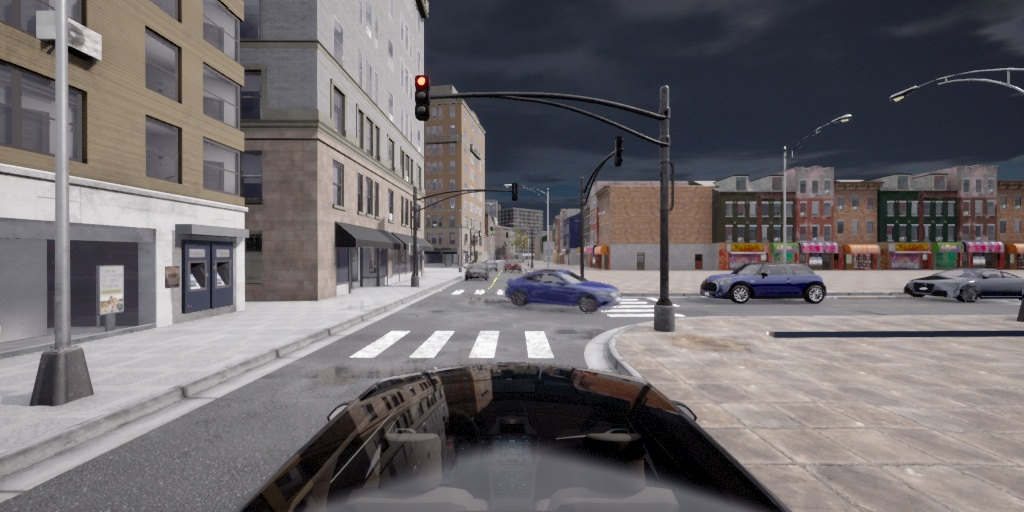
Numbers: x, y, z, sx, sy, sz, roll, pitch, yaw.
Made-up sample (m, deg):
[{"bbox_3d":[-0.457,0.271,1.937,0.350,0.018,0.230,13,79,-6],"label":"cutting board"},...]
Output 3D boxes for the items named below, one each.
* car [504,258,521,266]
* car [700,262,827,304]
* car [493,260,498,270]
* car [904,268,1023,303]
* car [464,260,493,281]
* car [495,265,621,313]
[{"bbox_3d":[0.042,1.113,46.033,2.097,1.767,4.553,0,0,0],"label":"car"},{"bbox_3d":[10.743,1.054,15.597,4.553,1.767,2.097,0,0,1],"label":"car"},{"bbox_3d":[-2.852,1.254,47.436,2.128,1.511,4.902,0,0,0],"label":"car"},{"bbox_3d":[19.902,1.232,15.628,4.181,1.385,1.994,0,0,-1],"label":"car"},{"bbox_3d":[-2.882,1.258,30.262,1.837,1.490,4.892,0,0,0],"label":"car"},{"bbox_3d":[1.827,1.272,14.001,4.674,1.442,1.812,0,1,35],"label":"car"}]
